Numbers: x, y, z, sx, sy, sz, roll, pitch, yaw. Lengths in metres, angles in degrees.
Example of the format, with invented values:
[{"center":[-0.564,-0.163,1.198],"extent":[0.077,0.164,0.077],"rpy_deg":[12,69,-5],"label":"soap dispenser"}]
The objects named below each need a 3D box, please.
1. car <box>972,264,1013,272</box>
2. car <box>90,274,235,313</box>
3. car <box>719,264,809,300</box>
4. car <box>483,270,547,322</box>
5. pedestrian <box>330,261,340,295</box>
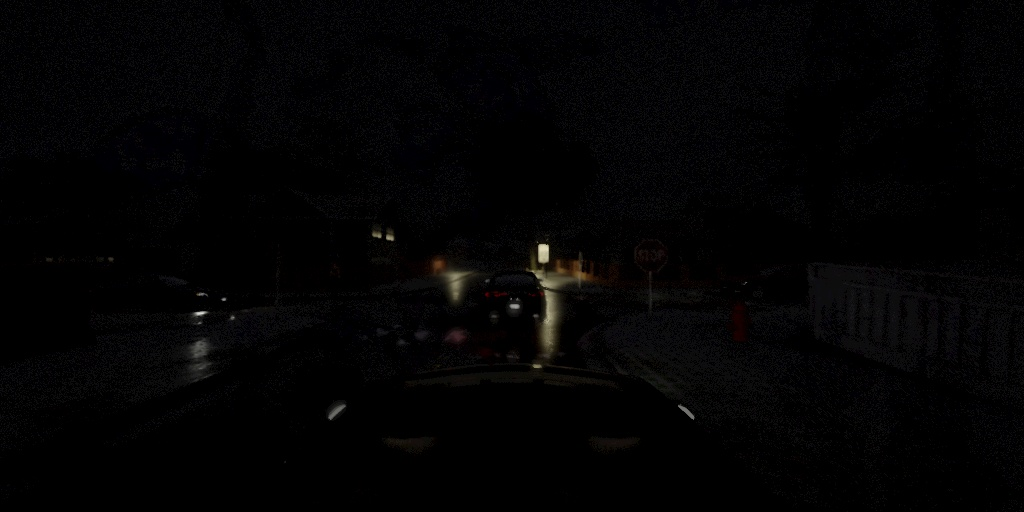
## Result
[{"center":[21.691,1.035,16.216],"extent":[4.892,1.490,1.837],"rpy_deg":[-1,-2,1],"label":"car"},{"center":[-13.305,1.405,13.697],"extent":[4.674,1.442,1.812],"rpy_deg":[-1,-2,0],"label":"car"},{"center":[12.180,1.127,16.340],"extent":[5.008,1.535,1.882],"rpy_deg":[-1,-2,1],"label":"car"},{"center":[0.085,1.226,12.310],"extent":[1.882,1.535,5.008],"rpy_deg":[-1,0,0],"label":"car"},{"center":[-9.672,1.178,19.541],"extent":[0.375,1.860,0.375],"rpy_deg":[0,-1,1],"label":"pedestrian"}]
